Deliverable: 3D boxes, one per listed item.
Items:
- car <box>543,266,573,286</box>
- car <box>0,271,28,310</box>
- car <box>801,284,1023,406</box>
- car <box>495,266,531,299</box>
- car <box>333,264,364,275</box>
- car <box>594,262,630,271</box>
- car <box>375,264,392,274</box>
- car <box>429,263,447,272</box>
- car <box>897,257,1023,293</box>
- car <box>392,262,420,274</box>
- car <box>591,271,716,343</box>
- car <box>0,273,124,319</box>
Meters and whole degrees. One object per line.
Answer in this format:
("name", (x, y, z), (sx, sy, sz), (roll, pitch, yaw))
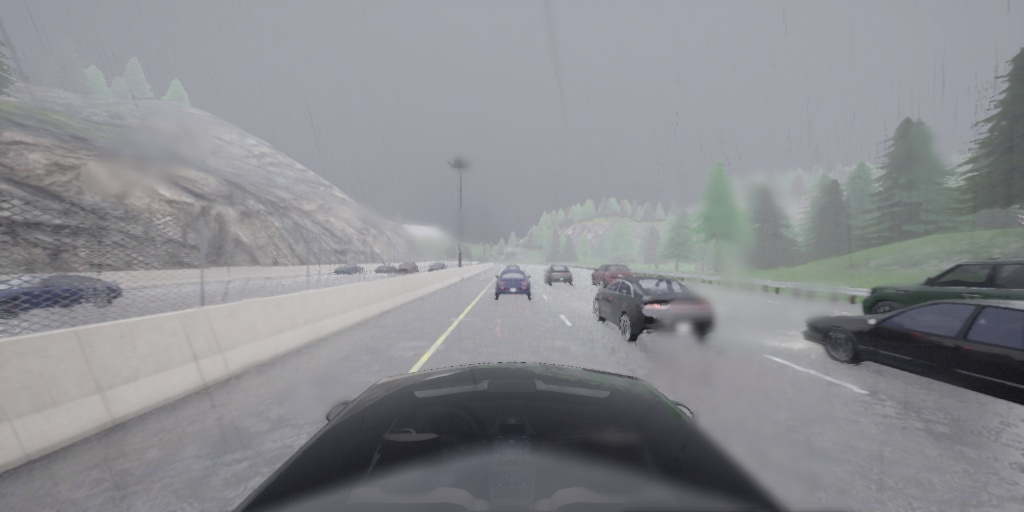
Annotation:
("car", (3.601, 1.503, 28.376), (2.128, 1.511, 4.902), (0, -1, 0))
("car", (-21.099, 1.346, 12.369), (2.128, 1.511, 4.902), (0, -1, 0))
("car", (7.099, 1.331, 5.147), (2.033, 1.411, 5.357), (0, -1, 0))
("car", (0.059, 1.448, 19.237), (1.812, 1.442, 4.674), (0, -1, 0))
("car", (-21.077, 1.737, 46.615), (2.033, 1.411, 5.357), (0, -1, 0))
("car", (7.097, 1.338, 25.771), (2.097, 1.767, 4.553), (0, -1, 0))
("car", (-17.565, 1.788, 50.149), (1.994, 1.385, 4.181), (0, 0, 0))
("car", (-10.558, 1.744, 51.637), (1.837, 1.490, 4.892), (0, 0, 0))
("car", (10.601, 1.027, 7.380), (2.150, 2.045, 5.566), (0, -1, 0))
("car", (-14.074, 1.563, 48.594), (2.097, 1.767, 4.553), (0, -1, 0))
("car", (3.599, 1.322, 9.933), (2.128, 1.511, 4.902), (0, -1, 0))
("car", (-17.600, 1.390, 13.464), (1.812, 1.442, 4.674), (0, -1, 0))
